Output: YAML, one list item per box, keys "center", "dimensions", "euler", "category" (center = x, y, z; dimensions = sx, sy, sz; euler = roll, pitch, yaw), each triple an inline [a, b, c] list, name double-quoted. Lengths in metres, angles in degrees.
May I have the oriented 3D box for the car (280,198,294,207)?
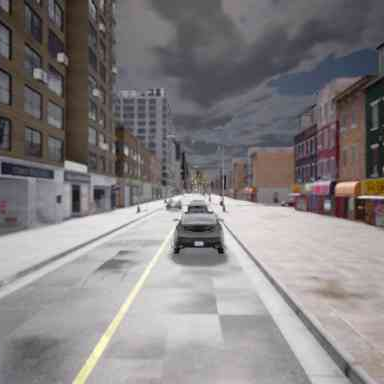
- center: [17.135, 1.811, 56.871]
  dimensions: [4.097, 1.590, 1.967]
  euler: [1, -1, 1]
  category: "car"

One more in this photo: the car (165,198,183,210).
- center: [-2.234, 1.493, 42.278]
  dimensions: [2.128, 1.511, 4.902]
  euler: [0, 0, 1]
  category: "car"

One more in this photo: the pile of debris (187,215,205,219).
- center: [0.381, 2.173, 29.043]
  dimensions: [1.500, 0.140, 1.860]
  euler: [0, 0, 1]
  category: "pile of debris"

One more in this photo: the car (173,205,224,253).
- center: [0.272, 1.500, 13.629]
  dimensions: [1.837, 1.490, 4.892]
  euler: [0, 0, 1]
  category: "car"

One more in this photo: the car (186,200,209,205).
- center: [0.487, 1.501, 29.909]
  dimensions: [1.837, 1.490, 4.892]
  euler: [0, 0, 1]
  category: "car"
